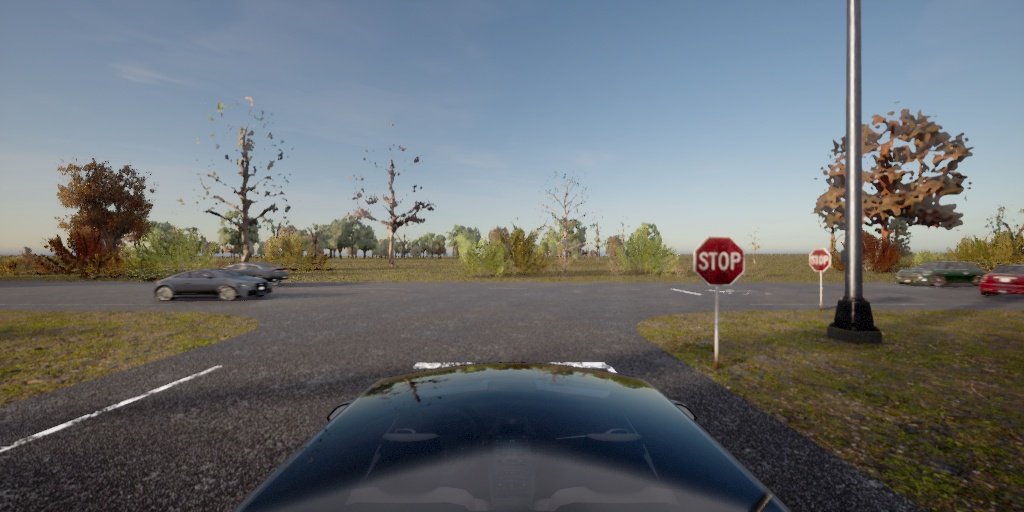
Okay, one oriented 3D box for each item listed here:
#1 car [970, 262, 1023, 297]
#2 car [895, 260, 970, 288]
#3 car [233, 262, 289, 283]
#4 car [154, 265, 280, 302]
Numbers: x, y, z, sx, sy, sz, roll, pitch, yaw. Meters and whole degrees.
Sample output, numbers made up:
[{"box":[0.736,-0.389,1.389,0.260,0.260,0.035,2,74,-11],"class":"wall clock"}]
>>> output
[{"box":[25.875,1.195,17.352,4.553,1.767,2.097,0,0,-2],"class":"car"},{"box":[29.184,1.142,24.480,4.553,1.767,2.097,1,0,-2],"class":"car"},{"box":[-17.034,1.162,22.982,4.902,1.511,2.128,0,0,-2],"class":"car"},{"box":[-13.303,1.265,16.108,4.181,1.385,1.994,0,0,-2],"class":"car"}]
